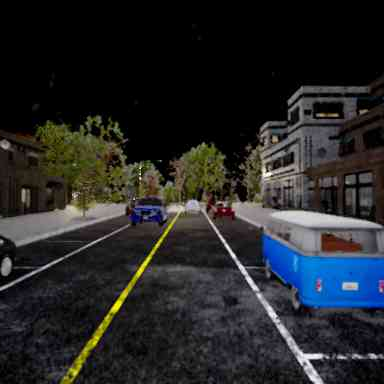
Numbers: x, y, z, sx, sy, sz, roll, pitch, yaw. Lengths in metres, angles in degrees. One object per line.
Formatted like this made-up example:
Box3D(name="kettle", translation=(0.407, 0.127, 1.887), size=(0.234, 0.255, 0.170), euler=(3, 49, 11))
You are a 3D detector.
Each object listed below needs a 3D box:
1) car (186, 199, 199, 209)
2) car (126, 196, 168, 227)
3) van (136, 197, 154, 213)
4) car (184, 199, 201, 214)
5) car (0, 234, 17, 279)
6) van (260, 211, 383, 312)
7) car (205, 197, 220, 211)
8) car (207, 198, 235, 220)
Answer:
Box3D(name="car", translation=(0.096, 1.773, 49.704), size=(1.812, 1.442, 4.674), euler=(0, 0, 0))
Box3D(name="car", translation=(-3.002, 1.344, 24.297), size=(2.150, 2.045, 5.566), euler=(0, 0, 0))
Box3D(name="van", translation=(-5.695, 1.547, 40.766), size=(1.690, 1.788, 3.998), euler=(1, 0, 0))
Box3D(name="car", translation=(0.095, 1.721, 38.545), size=(1.812, 1.442, 4.674), euler=(0, 0, 0))
Box3D(name="car", translation=(-5.682, 1.591, 7.507), size=(2.008, 1.369, 4.403), euler=(1, 0, 0))
Box3D(name="van", translation=(2.701, 1.382, 7.522), size=(1.690, 1.788, 3.998), euler=(1, 0, 0))
Box3D(name="car", translation=(2.712, 1.522, 40.779), size=(2.192, 1.841, 5.009), euler=(1, 0, 0))
Box3D(name="car", translation=(2.698, 1.594, 29.693), size=(1.967, 1.590, 4.097), euler=(1, 0, 0))
